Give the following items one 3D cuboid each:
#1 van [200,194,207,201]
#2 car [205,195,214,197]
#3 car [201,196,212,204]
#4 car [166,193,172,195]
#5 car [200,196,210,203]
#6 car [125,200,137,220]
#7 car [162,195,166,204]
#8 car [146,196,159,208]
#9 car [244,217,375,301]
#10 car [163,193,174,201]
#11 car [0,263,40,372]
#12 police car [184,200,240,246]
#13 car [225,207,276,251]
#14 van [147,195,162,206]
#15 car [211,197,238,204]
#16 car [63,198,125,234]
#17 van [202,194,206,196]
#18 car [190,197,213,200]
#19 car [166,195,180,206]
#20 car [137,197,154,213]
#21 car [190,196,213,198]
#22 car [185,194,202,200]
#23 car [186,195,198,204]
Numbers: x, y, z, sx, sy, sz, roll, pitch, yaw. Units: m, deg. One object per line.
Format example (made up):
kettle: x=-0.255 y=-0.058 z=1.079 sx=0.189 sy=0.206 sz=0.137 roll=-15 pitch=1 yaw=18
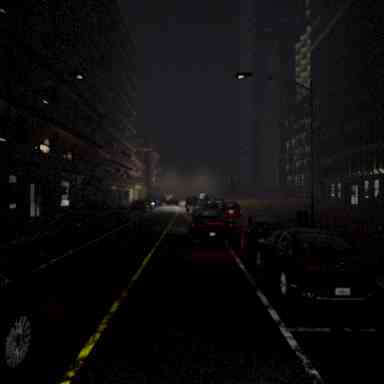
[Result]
van: x=2.725 y=1.307 z=80.540 sx=1.690 sy=1.788 sz=3.998 roll=1 pitch=0 yaw=0
car: x=2.712 y=1.421 z=35.982 sx=1.967 sy=1.590 sz=4.097 roll=1 pitch=0 yaw=0
car: x=2.717 y=1.553 z=63.830 sx=1.802 sy=1.307 sz=4.206 roll=1 pitch=0 yaw=0
car: x=-5.661 y=1.494 z=69.234 sx=1.752 sy=1.417 sz=4.829 roll=1 pitch=0 yaw=0
car: x=2.719 y=1.494 z=69.569 sx=1.752 sy=1.417 sz=4.829 roll=1 pitch=0 yaw=0
car: x=-5.673 y=1.531 z=24.846 sx=1.887 sy=1.381 sz=4.507 roll=1 pitch=0 yaw=0
car: x=-5.665 y=1.500 z=52.525 sx=1.752 sy=1.417 sz=4.829 roll=1 pitch=0 yaw=0
car: x=-5.669 y=1.530 z=41.555 sx=2.008 sy=1.369 sz=4.403 roll=1 pitch=0 yaw=0
car: x=2.703 y=1.546 z=8.135 sx=2.008 sy=1.369 sz=4.403 roll=1 pitch=0 yaw=0
car: x=-5.655 y=1.281 z=80.543 sx=2.192 sy=1.841 sz=5.009 roll=1 pitch=0 yaw=0
car: x=-3.099 y=1.490 z=2.840 sx=2.128 sy=1.511 sz=4.902 roll=0 pitch=0 yaw=0
police car: x=0.688 y=1.416 z=15.486 sx=1.930 sy=1.638 sz=5.238 roll=0 pitch=0 yaw=-2
car: x=2.705 y=1.543 z=13.703 sx=2.008 sy=1.369 sz=4.403 roll=1 pitch=0 yaw=0
van: x=-5.664 y=1.318 z=47.125 sx=1.690 sy=1.788 sz=3.998 roll=1 pitch=0 yaw=0
car: x=2.709 y=1.427 z=24.842 sx=1.967 sy=1.590 sz=4.097 roll=1 pitch=0 yaw=0
car: x=-5.670 y=1.304 z=19.276 sx=2.192 sy=1.841 sz=5.009 roll=1 pitch=0 yaw=0
van: x=2.718 y=1.316 z=52.692 sx=1.690 sy=1.788 sz=3.998 roll=1 pitch=0 yaw=0
car: x=0.887 y=1.442 z=25.580 sx=1.801 sy=1.575 sz=5.366 roll=0 pitch=0 yaw=0
car: x=-3.000 y=1.576 z=53.335 sx=1.895 sy=1.301 sz=4.718 roll=0 pitch=0 yaw=0
car: x=-5.670 y=1.547 z=35.985 sx=1.947 sy=1.339 sz=4.313 roll=1 pitch=0 yaw=0
car: x=0.908 y=1.438 z=31.580 sx=1.801 sy=1.575 sz=5.366 roll=0 pitch=0 yaw=0
car: x=0.016 y=1.327 z=49.759 sx=2.097 sy=1.767 sz=4.553 roll=0 pitch=0 yaw=0
car: x=0.017 y=1.461 z=65.673 sx=2.128 sy=1.511 sz=4.902 roll=0 pitch=0 yaw=0
